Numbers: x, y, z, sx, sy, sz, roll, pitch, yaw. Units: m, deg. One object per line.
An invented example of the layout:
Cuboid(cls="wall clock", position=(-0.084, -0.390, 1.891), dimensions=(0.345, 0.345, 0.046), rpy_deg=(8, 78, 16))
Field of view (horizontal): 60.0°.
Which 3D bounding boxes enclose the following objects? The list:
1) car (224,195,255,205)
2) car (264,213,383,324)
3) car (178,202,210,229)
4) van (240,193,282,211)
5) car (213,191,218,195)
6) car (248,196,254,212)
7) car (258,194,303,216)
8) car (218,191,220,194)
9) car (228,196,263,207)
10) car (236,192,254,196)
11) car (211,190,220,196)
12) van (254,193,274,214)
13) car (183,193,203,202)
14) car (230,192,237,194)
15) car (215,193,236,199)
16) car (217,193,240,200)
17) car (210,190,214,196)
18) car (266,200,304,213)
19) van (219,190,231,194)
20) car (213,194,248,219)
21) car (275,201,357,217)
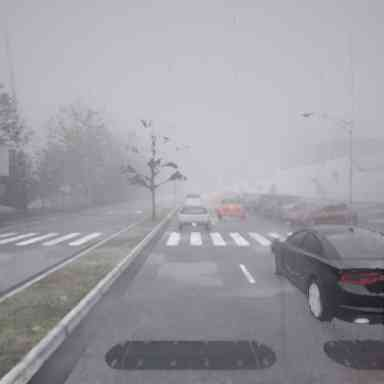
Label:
Cuboid(cls="car", position=(8.156, 1.352, 56.707), dimensions=(4.792, 1.488, 2.163), rpy_deg=(1, 0, -20))
Cuboid(cls="car", position=(3.108, 1.467, 7.304), dimensions=(1.882, 1.535, 5.008), rpy_deg=(0, 0, 0))
Cuboid(cls="car", position=(0.122, 1.567, 21.418), dimensions=(1.895, 1.301, 4.718), rpy_deg=(0, 0, 0))
Cuboid(cls="van", position=(8.005, 1.194, 38.738), dimensions=(4.442, 1.987, 1.878), rpy_deg=(1, 0, -20))
Cuboid(cls="car", position=(7.971, 1.109, 71.547), dimensions=(5.366, 1.575, 1.946), rpy_deg=(0, 1, -20))
Cuboid(cls="car", position=(8.098, 1.434, 32.817), dimensions=(4.892, 1.521, 2.231), rpy_deg=(1, 0, -20))
Cuboid(cls="car", position=(8.071, 1.319, 26.842), dimensions=(4.553, 1.767, 2.185), rpy_deg=(1, 0, -20))
Cuboid(cls="car", position=(8.111, 1.082, 65.636), dimensions=(4.553, 1.767, 2.185), rpy_deg=(0, 1, -20))
Cuboid(cls="car", position=(8.096, 1.401, 50.710), dimensions=(4.792, 1.488, 2.163), rpy_deg=(1, 1, -20))
Cuboid(cls="car", position=(8.086, 1.176, 35.785), dimensions=(5.566, 2.045, 2.435), rpy_deg=(1, 0, -20))
Cuboid(cls="car", position=(7.978, 1.008, 77.512), dimensions=(5.366, 1.575, 1.946), rpy_deg=(0, 1, -20))
Cuboid(cls="van", position=(8.213, 1.215, 29.877), dimensions=(4.442, 1.987, 1.878), rpy_deg=(1, 0, -20))
Cuboid(cls="car", position=(0.138, 1.144, 40.886), dimensions=(2.150, 2.045, 5.566), rpy_deg=(0, 0, 0))
Cuboid(cls="car", position=(8.143, 1.164, 41.781), dimensions=(5.566, 2.045, 2.435), rpy_deg=(1, 0, -20))
Cuboid(cls="car", position=(8.150, 1.006, 80.561), dimensions=(4.674, 1.452, 2.002), rpy_deg=(0, 1, -20))
Cuboid(cls="car", position=(8.174, 1.092, 74.609), dimensions=(4.792, 1.488, 2.163), rpy_deg=(0, 1, -20))
Cuboid(cls="car", position=(8.173, 0.842, 89.500), dimensions=(4.892, 1.521, 2.231), rpy_deg=(1, 1, -20))
Cuboid(cls="car", position=(8.091, 1.491, 23.870), dimensions=(4.674, 1.452, 2.002), rpy_deg=(1, 0, -20))
Cuboid(cls="van", position=(8.030, 1.025, 62.608), dimensions=(4.442, 1.987, 1.878), rpy_deg=(0, 1, -20))
Cuboid(cls="car", position=(3.130, 1.304, 28.304), dimensions=(2.097, 1.767, 4.553), rpy_deg=(0, 0, 0))
Cuboid(cls="car", position=(8.067, 1.486, 20.851), dimensions=(4.792, 1.488, 2.163), rpy_deg=(1, 0, -20))
